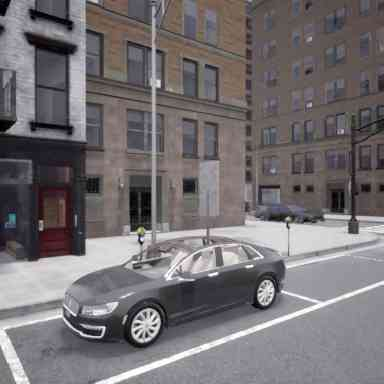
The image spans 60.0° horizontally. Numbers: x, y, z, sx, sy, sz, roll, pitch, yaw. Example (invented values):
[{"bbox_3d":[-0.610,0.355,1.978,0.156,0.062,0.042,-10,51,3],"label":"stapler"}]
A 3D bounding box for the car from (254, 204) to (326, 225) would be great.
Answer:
[{"bbox_3d":[7.155,1.628,24.934,2.033,1.411,5.357,0,0,-37],"label":"car"}]

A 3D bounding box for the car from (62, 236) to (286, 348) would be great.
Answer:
[{"bbox_3d":[-0.080,1.551,6.199,4.403,1.369,2.008,0,0,-37],"label":"car"}]
